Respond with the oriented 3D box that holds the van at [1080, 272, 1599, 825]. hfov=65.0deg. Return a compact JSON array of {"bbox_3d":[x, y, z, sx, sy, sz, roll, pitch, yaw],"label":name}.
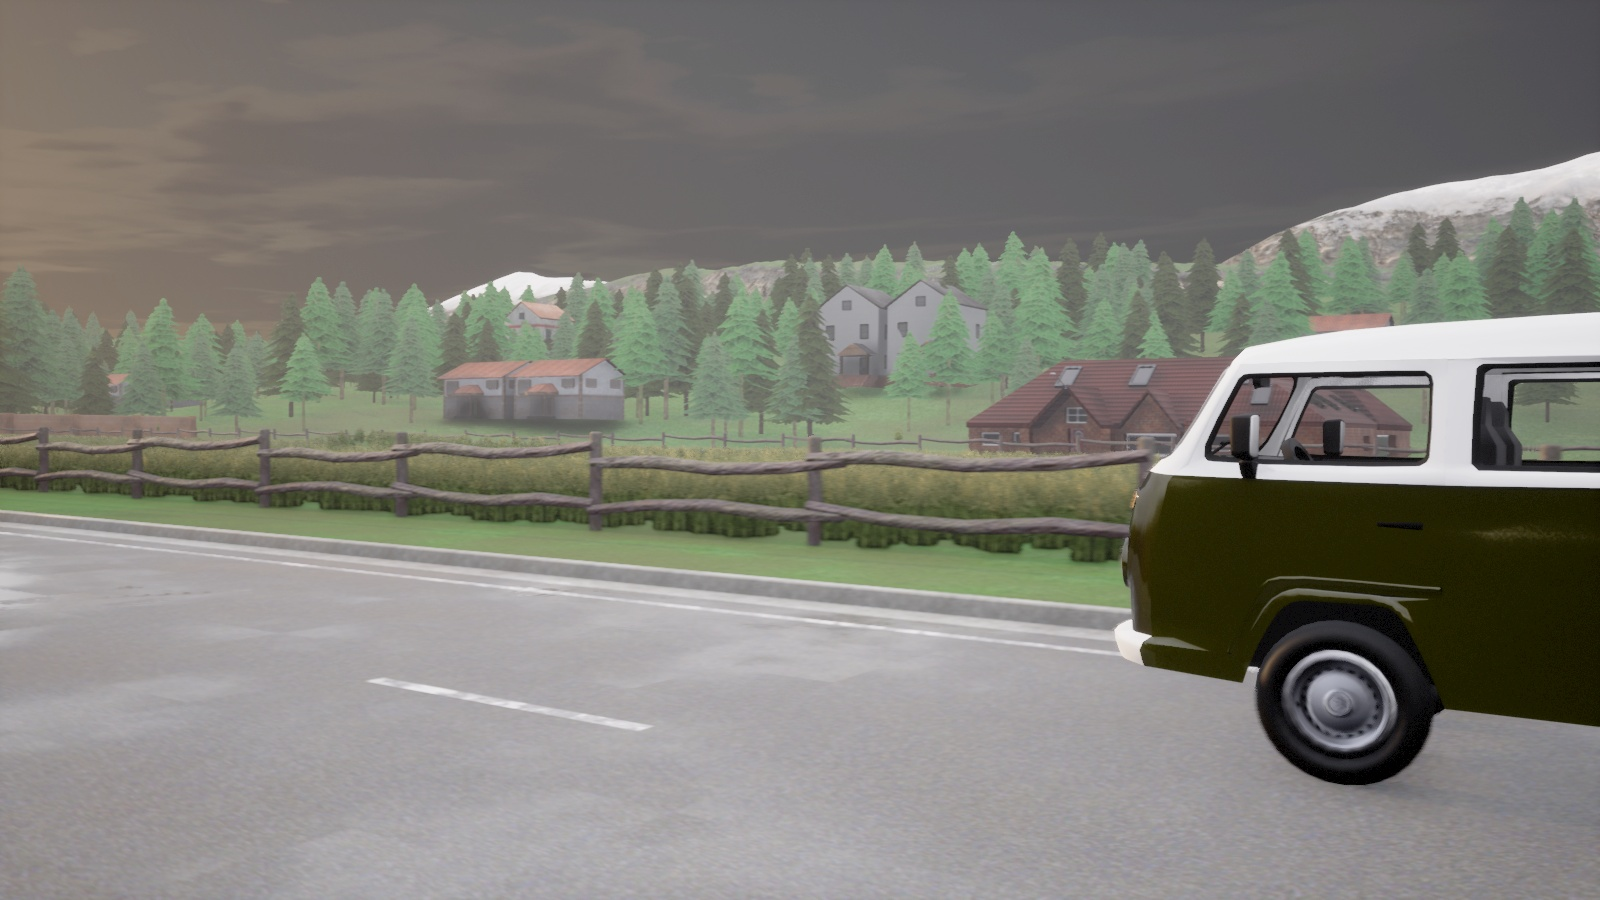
[{"bbox_3d":[3.722,0.348,5.347,4.480,2.038,2.069,0,1,34],"label":"van"}]
